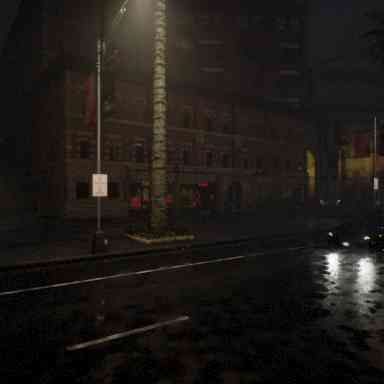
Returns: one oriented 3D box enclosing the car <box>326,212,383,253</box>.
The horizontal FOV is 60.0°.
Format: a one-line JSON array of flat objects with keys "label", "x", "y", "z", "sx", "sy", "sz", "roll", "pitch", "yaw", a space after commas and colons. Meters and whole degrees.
[{"label": "car", "x": 7.891, "y": 1.547, "z": 13.930, "sx": 5.357, "sy": 1.411, "sz": 2.033, "roll": 0, "pitch": 0, "yaw": -36}]
